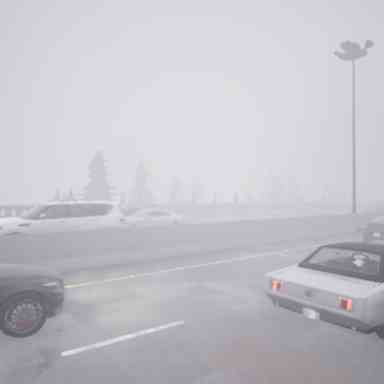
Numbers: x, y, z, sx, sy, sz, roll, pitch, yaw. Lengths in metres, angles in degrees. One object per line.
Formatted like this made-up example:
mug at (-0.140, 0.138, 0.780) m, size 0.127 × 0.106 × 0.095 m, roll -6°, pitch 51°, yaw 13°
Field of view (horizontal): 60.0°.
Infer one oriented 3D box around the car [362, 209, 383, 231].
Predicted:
car at (9.975, 1.742, 16.147) m, size 4.674 × 1.442 × 1.812 m, roll 1°, pitch -1°, yaw -38°

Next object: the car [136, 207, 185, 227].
car at (-2.549, 1.735, 19.811) m, size 4.674 × 1.442 × 1.812 m, roll 1°, pitch -1°, yaw -39°

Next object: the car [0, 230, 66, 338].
car at (-4.401, 1.563, 5.055) m, size 4.674 × 1.442 × 1.812 m, roll 1°, pitch -1°, yaw -35°

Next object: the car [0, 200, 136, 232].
car at (-5.325, 1.345, 13.224) m, size 5.566 × 2.045 × 2.150 m, roll 1°, pitch -1°, yaw -37°

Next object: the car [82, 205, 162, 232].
car at (-4.681, 1.710, 22.602) m, size 5.008 × 1.535 × 1.882 m, roll 1°, pitch -1°, yaw -39°

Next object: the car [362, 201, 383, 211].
car at (26.029, 2.033, 47.101) m, size 4.553 × 1.767 × 2.097 m, roll 2°, pitch -2°, yaw -38°

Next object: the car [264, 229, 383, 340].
car at (3.669, 1.687, 6.691) m, size 4.718 × 1.301 × 1.895 m, roll 1°, pitch -1°, yaw -38°
